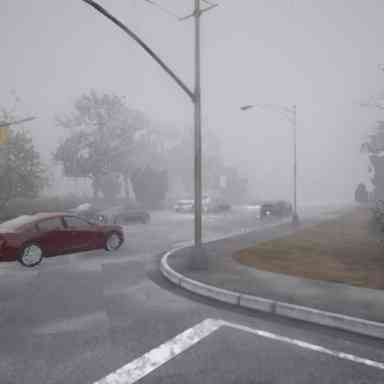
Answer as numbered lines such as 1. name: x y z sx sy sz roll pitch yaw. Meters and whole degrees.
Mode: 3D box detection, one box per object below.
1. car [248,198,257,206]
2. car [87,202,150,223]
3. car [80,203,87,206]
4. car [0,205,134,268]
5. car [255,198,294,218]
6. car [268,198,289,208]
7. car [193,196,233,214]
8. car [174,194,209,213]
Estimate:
1. car: 10.723 1.688 54.264 1.994 1.385 4.181 0 -1 32
2. car: -4.875 1.556 23.418 1.994 1.385 4.181 0 0 34
3. car: -7.734 1.535 25.415 1.812 1.442 4.674 0 0 34
4. car: -4.568 1.437 11.390 1.882 1.535 5.008 0 0 36
5. car: 7.593 1.475 29.583 1.837 1.490 4.892 0 0 32
6. car: 13.672 1.695 52.379 1.895 1.301 4.718 0 -1 32
7. car: 2.594 1.492 34.947 2.128 1.511 4.902 0 0 32
8. car: 0.185 1.237 37.691 2.150 2.045 5.566 0 0 32
